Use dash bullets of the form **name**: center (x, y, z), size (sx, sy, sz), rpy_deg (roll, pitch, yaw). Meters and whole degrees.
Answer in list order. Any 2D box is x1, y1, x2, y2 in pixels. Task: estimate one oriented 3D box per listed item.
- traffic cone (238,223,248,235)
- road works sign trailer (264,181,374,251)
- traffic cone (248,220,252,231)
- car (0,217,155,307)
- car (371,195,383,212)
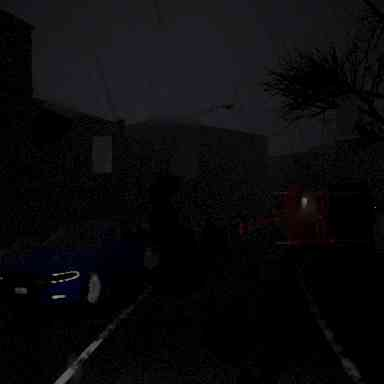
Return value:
- **traffic cone**: center (2.625, 1.945, 17.684), size (0.340, 0.580, 0.340), rpy_deg (1, 0, 23)
- **road works sign trailer**: center (4.691, 0.942, 12.357), size (2.880, 2.380, 3.560), rpy_deg (-2, -2, -45)
- **traffic cone**: center (3.406, 1.946, 19.525), size (0.340, 0.580, 0.340), rpy_deg (1, 0, 23)
- **car**: center (-2.466, 1.462, 8.293), size (1.882, 1.535, 5.008), rpy_deg (0, 0, 13)
- **car**: center (22.597, 1.330, 39.732), size (5.566, 2.045, 2.150), rpy_deg (1, 1, -26)
